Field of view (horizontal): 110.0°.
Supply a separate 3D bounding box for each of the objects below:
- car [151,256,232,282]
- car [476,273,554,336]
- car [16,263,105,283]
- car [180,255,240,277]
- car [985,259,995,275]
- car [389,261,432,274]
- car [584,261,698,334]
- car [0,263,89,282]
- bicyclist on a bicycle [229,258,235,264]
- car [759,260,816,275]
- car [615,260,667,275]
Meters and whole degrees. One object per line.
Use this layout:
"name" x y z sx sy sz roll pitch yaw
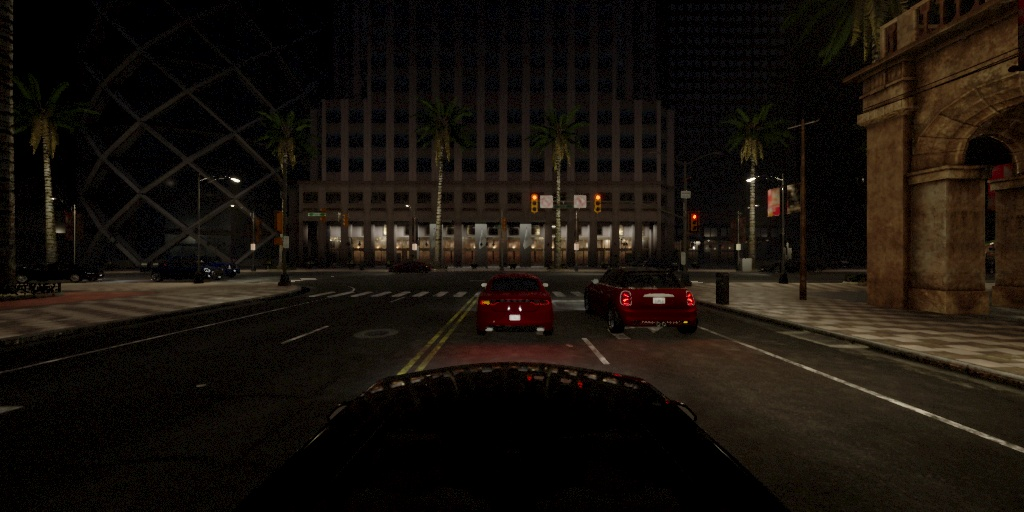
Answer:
"car" -25.627 1.102 28.553 4.553 1.767 2.097 0 0 -3
"car" 0.081 1.228 10.494 1.882 1.535 5.008 0 0 0
"car" -34.420 1.255 27.227 4.892 1.490 1.837 0 0 -19
"car" -27.667 0.971 32.048 5.566 2.045 2.150 0 0 -3
"car" 49.928 1.227 39.295 5.008 1.535 1.882 0 0 0
"car" -11.153 1.276 39.523 4.674 1.442 1.812 0 0 0
"car" 3.582 1.102 10.835 2.097 1.767 4.553 0 0 0
"car" -38.975 1.298 29.293 5.357 1.411 2.033 0 0 -24
"bicyclist on a bicycle" -35.747 1.050 45.753 0.582 1.620 1.656 0 0 -12
"car" 29.929 1.256 39.397 4.892 1.490 1.837 0 0 0
"car" 14.096 1.242 39.447 4.902 1.511 2.128 0 0 0
